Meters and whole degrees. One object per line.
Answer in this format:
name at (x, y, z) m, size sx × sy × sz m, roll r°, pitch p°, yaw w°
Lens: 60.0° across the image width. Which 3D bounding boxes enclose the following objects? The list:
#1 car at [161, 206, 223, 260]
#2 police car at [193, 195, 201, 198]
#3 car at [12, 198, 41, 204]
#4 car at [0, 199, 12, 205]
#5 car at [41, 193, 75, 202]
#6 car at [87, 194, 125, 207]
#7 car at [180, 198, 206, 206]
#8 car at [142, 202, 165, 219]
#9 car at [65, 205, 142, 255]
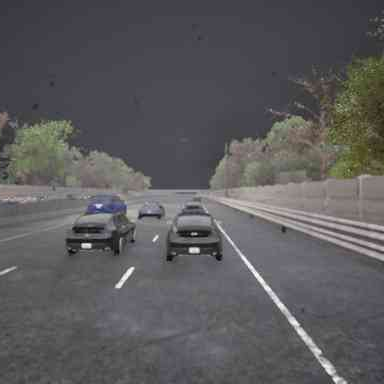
car at (0.080, 1.495, 12.432) m, size 1.837 × 1.490 × 4.892 m, roll 0°, pitch 0°, yaw 0°
police car at (1.215, 1.439, 76.359) m, size 1.930 × 1.638 × 5.238 m, roll 0°, pitch 0°, yaw 0°
car at (-21.086, 1.539, 44.009) m, size 2.033 × 1.411 × 5.357 m, roll 0°, pitch 0°, yaw 0°
car at (-24.588, 1.593, 43.047) m, size 1.895 × 1.301 × 4.718 m, roll 0°, pitch 0°, yaw 0°
car at (-17.584, 1.216, 44.650) m, size 2.150 × 2.045 × 5.566 m, roll 0°, pitch 0°, yaw 0°
car at (-6.918, 1.206, 27.359) m, size 2.150 × 2.045 × 5.566 m, roll 0°, pitch 0°, yaw 0°
car at (0.082, 1.490, 28.397) m, size 1.837 × 1.490 × 4.892 m, roll 0°, pitch 0°, yaw 0°
car at (-3.417, 1.550, 28.822) m, size 1.994 × 1.385 × 4.181 m, roll 0°, pitch 0°, yaw 0°
car at (-3.417, 1.493, 13.217) m, size 1.837 × 1.490 × 4.892 m, roll 0°, pitch 0°, yaw 0°
